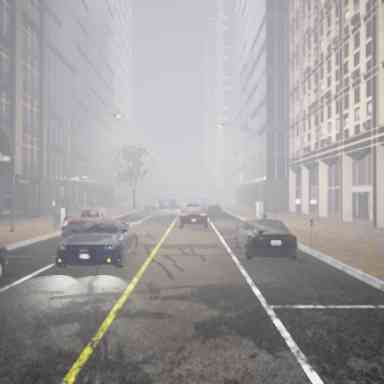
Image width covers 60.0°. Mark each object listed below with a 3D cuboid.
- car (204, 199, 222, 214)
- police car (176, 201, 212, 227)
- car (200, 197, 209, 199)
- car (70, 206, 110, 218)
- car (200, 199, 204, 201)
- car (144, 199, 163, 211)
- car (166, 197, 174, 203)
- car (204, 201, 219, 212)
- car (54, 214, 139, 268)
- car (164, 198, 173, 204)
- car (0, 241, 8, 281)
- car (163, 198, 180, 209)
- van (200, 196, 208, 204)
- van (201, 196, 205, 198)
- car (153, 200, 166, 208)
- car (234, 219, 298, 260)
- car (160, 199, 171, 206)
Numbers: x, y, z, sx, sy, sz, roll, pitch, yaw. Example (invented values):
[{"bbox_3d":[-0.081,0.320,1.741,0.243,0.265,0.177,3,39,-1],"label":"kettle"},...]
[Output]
[{"bbox_3d":[2.731,1.909,41.238,1.887,1.381,4.507,0,-1,0],"label":"car"},{"bbox_3d":[0.124,1.729,24.706,2.038,1.542,4.974,0,0,0],"label":"police car"},{"bbox_3d":[2.750,2.057,58.337,2.008,1.369,4.403,0,0,0],"label":"car"},{"bbox_3d":[-5.673,1.605,18.458,1.967,1.590,4.097,0,-1,0],"label":"car"},{"bbox_3d":[0.142,1.937,42.273,1.994,1.385,4.181,0,-1,0],"label":"car"},{"bbox_3d":[-5.644,1.965,46.945,2.008,1.369,4.403,0,-1,0],"label":"car"},{"bbox_3d":[-5.727,2.182,88.380,1.752,1.417,4.829,0,0,0],"label":"car"},{"bbox_3d":[2.737,1.996,46.935,1.802,1.307,4.206,0,0,0],"label":"car"},{"bbox_3d":[-3.088,1.668,11.521,1.994,1.385,4.181,0,-1,0],"label":"car"},{"bbox_3d":[-5.686,2.192,81.146,1.947,1.339,4.313,0,0,0],"label":"car"},{"bbox_3d":[-5.685,1.615,7.060,2.008,1.369,4.403,0,-1,0],"label":"car"},{"bbox_3d":[-3.018,1.815,52.569,2.097,1.767,4.553,0,-1,0],"label":"car"},{"bbox_3d":[2.857,1.968,81.140,1.690,1.788,3.998,0,0,0],"label":"van"},{"bbox_3d":[2.764,1.917,69.743,1.690,1.788,3.998,0,0,0],"label":"van"},{"bbox_3d":[-5.631,2.050,58.346,1.887,1.381,4.507,0,0,0],"label":"car"},{"bbox_3d":[2.702,1.681,12.750,1.947,1.339,4.313,0,-1,0],"label":"car"},{"bbox_3d":[-5.618,2.141,69.750,1.947,1.339,4.313,0,0,0],"label":"car"}]
